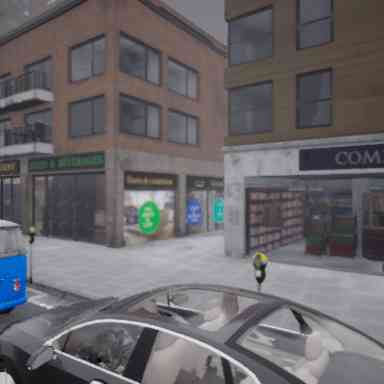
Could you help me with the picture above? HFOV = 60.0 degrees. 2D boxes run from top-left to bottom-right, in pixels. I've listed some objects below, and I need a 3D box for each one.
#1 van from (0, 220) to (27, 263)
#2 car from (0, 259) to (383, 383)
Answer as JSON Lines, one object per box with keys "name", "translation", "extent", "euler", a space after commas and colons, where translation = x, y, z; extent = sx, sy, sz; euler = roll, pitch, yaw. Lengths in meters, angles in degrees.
{"name": "van", "translation": [-4.768, 1.331, 6.250], "extent": [3.998, 1.788, 1.690], "euler": [0, 0, 36]}
{"name": "car", "translation": [-0.153, 1.549, 2.957], "extent": [4.403, 1.369, 2.008], "euler": [0, 0, 36]}
